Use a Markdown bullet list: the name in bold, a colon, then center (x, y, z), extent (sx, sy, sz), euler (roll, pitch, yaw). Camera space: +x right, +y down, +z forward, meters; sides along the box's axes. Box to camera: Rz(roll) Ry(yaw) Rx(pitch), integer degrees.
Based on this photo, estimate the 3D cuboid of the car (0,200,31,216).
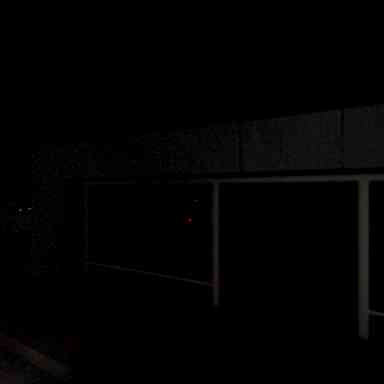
- **car**: center (-15.239, 1.520, 30.688), extent (1.837, 1.490, 4.892), euler (0, 0, 34)
